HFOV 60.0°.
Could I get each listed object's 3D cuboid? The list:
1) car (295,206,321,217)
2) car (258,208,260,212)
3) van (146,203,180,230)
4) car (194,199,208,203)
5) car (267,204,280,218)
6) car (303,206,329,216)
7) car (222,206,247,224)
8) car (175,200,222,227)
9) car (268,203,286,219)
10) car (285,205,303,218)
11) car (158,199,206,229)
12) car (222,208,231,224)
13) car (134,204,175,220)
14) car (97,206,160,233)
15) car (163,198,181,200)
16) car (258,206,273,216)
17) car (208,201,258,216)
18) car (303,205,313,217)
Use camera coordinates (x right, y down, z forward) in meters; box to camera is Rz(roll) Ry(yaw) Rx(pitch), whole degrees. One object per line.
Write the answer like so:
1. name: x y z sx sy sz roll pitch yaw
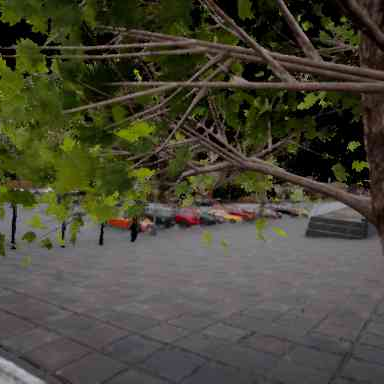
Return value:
1. car: 24.160 4.006 69.464 4.792 1.488 2.163 7 2 15
2. car: 6.816 3.041 45.031 4.792 1.488 2.163 7 2 15
3. van: -3.823 2.253 30.418 4.442 1.987 1.878 7 3 16
4. car: 1.730 2.090 61.720 2.033 1.411 5.357 7 2 36
5. car: 10.315 3.064 49.901 4.553 1.767 2.185 7 2 15
6. car: 27.666 4.198 74.351 5.008 1.535 2.097 7 2 15
7. car: 3.481 2.855 40.101 5.366 1.575 1.946 7 2 16
8. car: -0.148 2.418 35.253 5.566 2.045 2.435 7 2 16
9. car: 11.997 3.147 52.367 4.553 1.767 2.185 7 2 15
10. car: 15.550 3.218 57.237 5.566 2.045 2.435 7 2 15
11. car: -1.967 2.325 32.823 5.566 2.045 2.435 7 3 16
12. car: 1.546 2.791 37.714 4.674 1.452 2.002 7 2 16
13. car: -4.240 2.225 38.319 1.837 1.490 4.892 7 2 36
14. car: -5.538 2.272 27.982 4.553 1.767 2.185 7 2 16
15. car: -3.852 1.573 59.053 1.882 1.535 5.008 7 2 36
16. car: 8.536 3.098 47.470 4.892 1.521 2.231 7 3 15
17. car: 5.101 2.676 42.576 5.566 2.045 2.435 7 2 15
18. car: 19.153 3.683 62.085 5.366 1.575 1.946 7 2 15
